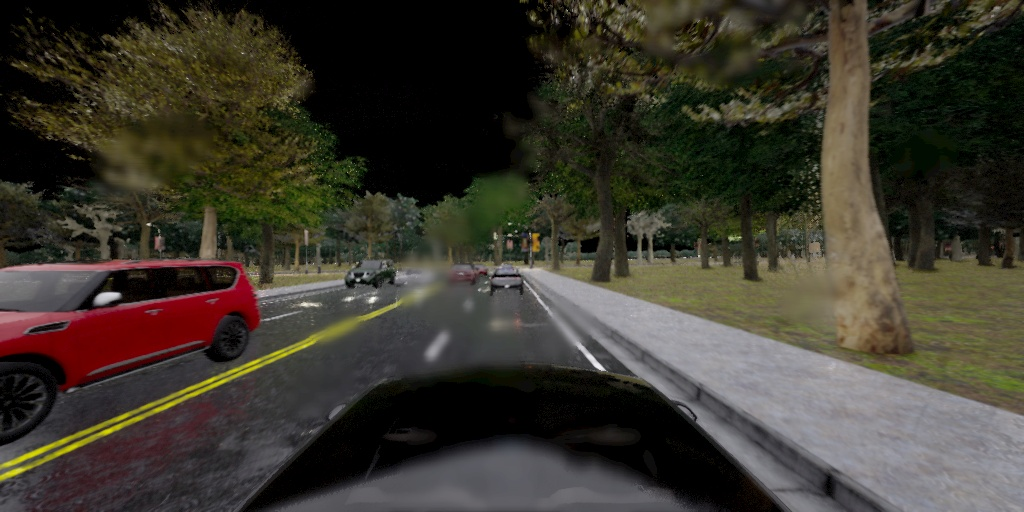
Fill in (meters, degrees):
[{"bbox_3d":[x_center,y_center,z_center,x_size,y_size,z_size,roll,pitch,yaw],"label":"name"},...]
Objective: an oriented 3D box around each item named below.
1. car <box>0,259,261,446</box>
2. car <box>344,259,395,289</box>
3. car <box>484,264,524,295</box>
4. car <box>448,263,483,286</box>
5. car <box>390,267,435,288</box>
[{"bbox_3d":[-6.632,1.074,5.689,2.150,2.045,5.566,-1,0,-1],"label":"car"},{"bbox_3d":[-10.269,1.263,26.572,2.150,2.045,5.566,-1,-1,-1],"label":"car"},{"bbox_3d":[-0.296,1.389,21.057,2.128,1.511,4.902,-1,0,-1],"label":"car"},{"bbox_3d":[-3.667,1.332,28.157,2.097,1.767,4.553,-1,0,-1],"label":"car"},{"bbox_3d":[-7.010,1.604,26.254,1.895,1.301,4.718,-1,0,-1],"label":"car"}]
